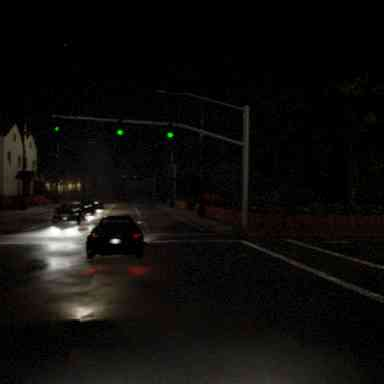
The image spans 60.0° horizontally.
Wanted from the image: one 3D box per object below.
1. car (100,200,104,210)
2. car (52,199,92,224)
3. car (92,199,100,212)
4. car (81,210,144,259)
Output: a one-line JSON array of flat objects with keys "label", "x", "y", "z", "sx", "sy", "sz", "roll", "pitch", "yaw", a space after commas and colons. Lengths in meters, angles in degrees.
[{"label": "car", "x": -12.647, "y": 1.606, "z": 43.754, "sx": 1.994, "sy": 1.385, "sz": 4.181, "roll": 1, "pitch": 0, "yaw": -11}, {"label": "car", "x": -8.971, "y": 1.507, "z": 24.680, "sx": 2.128, "sy": 1.511, "sz": 4.902, "roll": 1, "pitch": 0, "yaw": -11}, {"label": "car", "x": -10.762, "y": 1.533, "z": 33.889, "sx": 1.837, "sy": 1.490, "sz": 4.892, "roll": 1, "pitch": 0, "yaw": -11}, {"label": "car", "x": -2.900, "y": 1.603, "z": 12.878, "sx": 1.994, "sy": 1.385, "sz": 4.181, "roll": 1, "pitch": -1, "yaw": -11}]
